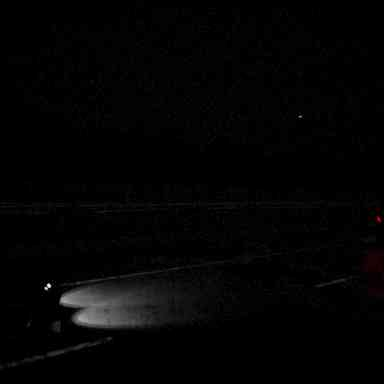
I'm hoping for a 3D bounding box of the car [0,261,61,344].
[{"bbox_3d":[-4.234,1.555,5.009,4.181,1.385,1.994,1,0,-35],"label":"car"}]

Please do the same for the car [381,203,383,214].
[{"bbox_3d":[27.279,2.180,43.664,5.357,1.411,2.033,1,-1,-33],"label":"car"}]

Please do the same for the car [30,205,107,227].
[{"bbox_3d":[-8.678,1.654,23.555,4.718,1.301,1.895,1,0,-35],"label":"car"}]

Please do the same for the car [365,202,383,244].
[{"bbox_3d":[10.731,1.417,15.493,5.566,2.045,2.150,1,0,-35],"label":"car"}]

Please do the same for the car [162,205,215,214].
[{"bbox_3d":[-0.525,1.616,20.707,4.892,1.490,1.837,1,0,-35],"label":"car"}]

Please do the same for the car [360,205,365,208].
[{"bbox_3d":[25.507,2.156,46.675,4.674,1.442,1.812,1,0,-33],"label":"car"}]

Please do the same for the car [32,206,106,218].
[{"bbox_3d":[-7.474,1.608,20.113,4.181,1.385,1.994,1,0,-35],"label":"car"}]
